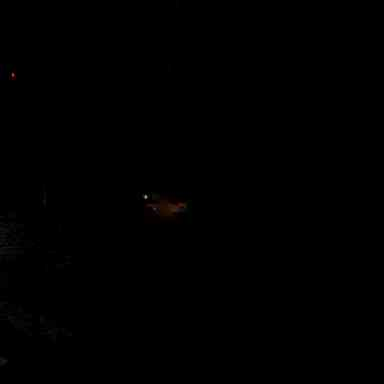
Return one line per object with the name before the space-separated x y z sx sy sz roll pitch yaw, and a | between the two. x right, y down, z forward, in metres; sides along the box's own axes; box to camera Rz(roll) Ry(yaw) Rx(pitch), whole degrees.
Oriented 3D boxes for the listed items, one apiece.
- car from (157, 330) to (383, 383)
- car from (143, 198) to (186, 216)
car | 1.733 1.551 1.717 4.507 1.381 1.887 1 1 35
car | -2.556 1.360 32.027 1.882 1.535 5.008 2 1 35
